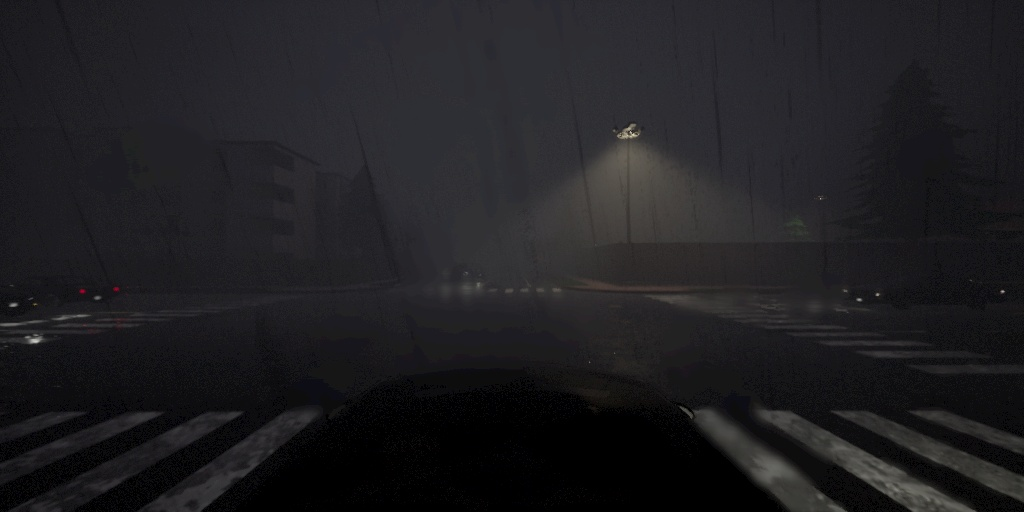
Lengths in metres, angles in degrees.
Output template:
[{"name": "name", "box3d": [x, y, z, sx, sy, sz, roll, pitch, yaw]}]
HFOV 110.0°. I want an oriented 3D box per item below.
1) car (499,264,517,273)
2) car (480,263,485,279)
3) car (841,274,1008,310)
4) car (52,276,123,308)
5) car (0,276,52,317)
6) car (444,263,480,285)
[{"name": "car", "box3d": [-0.646, 2.006, 57.484, 2.033, 1.411, 5.357, 0, -1, -14]}, {"name": "car", "box3d": [-4.144, 1.585, 40.037, 2.097, 1.767, 4.553, 0, -1, 0]}, {"name": "car", "box3d": [17.461, 1.478, 15.300, 5.357, 1.411, 2.033, 0, -1, 1]}, {"name": "car", "box3d": [-20.230, 1.528, 15.574, 4.718, 1.301, 1.895, 0, -1, -1]}, {"name": "car", "box3d": [-18.994, 1.384, 11.855, 4.892, 1.490, 1.837, 0, -1, -2]}, {"name": "car", "box3d": [-4.219, 1.449, 29.682, 2.097, 1.767, 4.553, 0, -1, 1]}]
